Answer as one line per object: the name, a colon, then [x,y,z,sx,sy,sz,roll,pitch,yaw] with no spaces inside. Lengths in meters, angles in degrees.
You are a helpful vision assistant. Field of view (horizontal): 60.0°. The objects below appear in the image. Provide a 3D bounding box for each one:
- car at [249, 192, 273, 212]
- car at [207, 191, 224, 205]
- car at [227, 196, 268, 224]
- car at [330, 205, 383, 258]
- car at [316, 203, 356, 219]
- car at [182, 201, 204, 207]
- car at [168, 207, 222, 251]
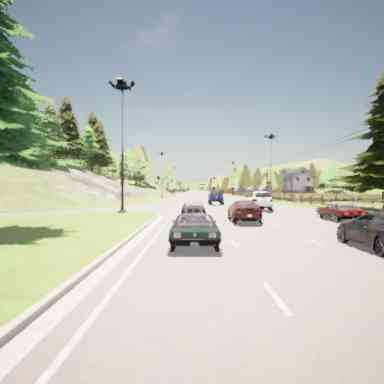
car: [7.097,0.968,35.556,2.150,2.045,5.566,0,0,0]
car: [3.595,0.856,51.057,2.150,2.045,5.566,0,0,0]
car: [3.598,1.311,23.180,1.882,1.535,5.008,0,0,0]
car: [7.098,1.437,12.275,1.812,1.442,4.674,0,1,0]
car: [10.599,1.430,23.802,1.895,1.301,4.718,0,0,0]
car: [0.098,1.403,27.700,1.895,1.301,4.718,0,0,0]
car: [0.098,1.503,13.593,1.895,1.301,4.718,0,0,0]
